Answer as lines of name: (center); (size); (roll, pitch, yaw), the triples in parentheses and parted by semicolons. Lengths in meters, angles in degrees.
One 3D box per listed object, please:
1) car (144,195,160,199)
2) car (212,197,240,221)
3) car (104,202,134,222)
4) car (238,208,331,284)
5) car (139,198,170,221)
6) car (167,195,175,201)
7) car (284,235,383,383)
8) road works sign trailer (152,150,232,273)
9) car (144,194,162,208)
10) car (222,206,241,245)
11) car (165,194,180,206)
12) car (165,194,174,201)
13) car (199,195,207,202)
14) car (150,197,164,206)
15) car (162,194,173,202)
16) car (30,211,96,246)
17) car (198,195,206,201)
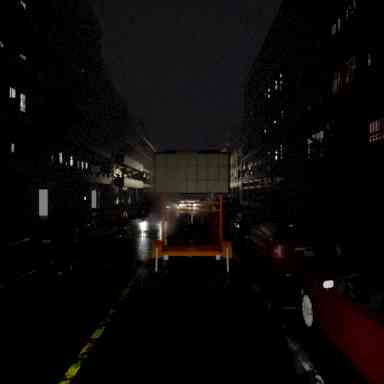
car: (-5.676, 1.432, 43.384); (1.967, 1.590, 4.097); (0, 0, 0)
car: (2.701, 1.312, 26.468); (2.192, 1.841, 5.009); (0, 0, 0)
car: (-5.681, 1.523, 26.304); (1.752, 1.417, 4.829); (0, 0, 0)
car: (2.694, 1.440, 9.559); (1.967, 1.590, 4.097); (0, 0, 0)
car: (-3.078, 1.523, 27.677); (1.812, 1.442, 4.674); (0, 0, 0)
car: (-5.662, 1.517, 88.475); (1.887, 1.381, 4.507); (0, 0, 0)
car: (2.693, 1.545, 3.922); (1.887, 1.381, 4.507); (0, 0, 0)
road works sign trailer: (0.003, 0.464, 10.692); (2.380, 3.560, 2.880); (0, 0, 0)
car: (-5.673, 1.305, 49.020); (2.192, 1.841, 5.009); (0, 0, 0)
car: (2.696, 1.550, 15.195); (2.008, 1.369, 4.403); (0, 0, 0)
car: (-2.984, 1.493, 53.785); (1.837, 1.490, 4.892); (0, 0, 0)
car: (-5.663, 1.415, 82.838); (1.967, 1.590, 4.097); (0, 0, 0)
car: (2.715, 1.503, 77.365); (1.752, 1.417, 4.829); (0, 0, 0)
car: (-5.673, 1.570, 54.657); (1.802, 1.307, 4.206); (0, 0, 0)
car: (-5.664, 1.293, 77.202); (2.192, 1.841, 5.009); (0, 0, 0)
car: (-5.685, 1.565, 15.200); (1.947, 1.339, 4.313); (0, 0, 0)
car: (2.719, 1.517, 88.468); (1.887, 1.381, 4.507); (0, 0, 0)
